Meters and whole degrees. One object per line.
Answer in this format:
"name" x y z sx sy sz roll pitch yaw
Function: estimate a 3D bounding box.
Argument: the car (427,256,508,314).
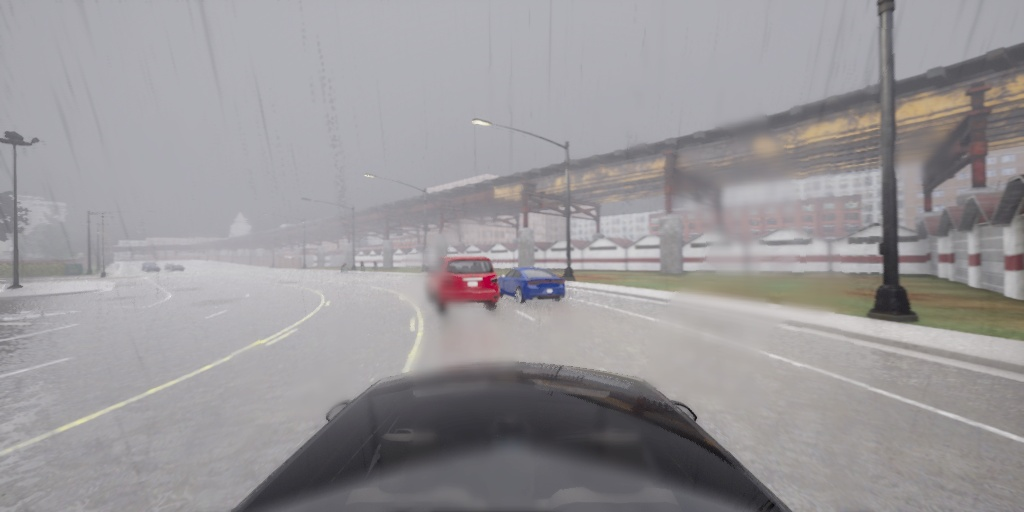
"car" -2.136 1.034 14.529 2.150 2.045 5.566 0 0 -18

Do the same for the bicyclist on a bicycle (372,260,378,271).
"bicyclist on a bicycle" -21.751 1.503 56.921 1.656 1.620 0.582 -1 0 42

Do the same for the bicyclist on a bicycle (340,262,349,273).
"bicyclist on a bicycle" -24.374 1.686 52.231 1.656 1.620 0.582 -1 0 16

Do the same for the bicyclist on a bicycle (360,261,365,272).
"bicyclist on a bicycle" -21.153 1.481 50.625 0.582 1.620 1.656 -1 0 -38

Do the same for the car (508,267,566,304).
"car" 0.697 1.249 16.646 1.882 1.535 5.008 0 0 -19
